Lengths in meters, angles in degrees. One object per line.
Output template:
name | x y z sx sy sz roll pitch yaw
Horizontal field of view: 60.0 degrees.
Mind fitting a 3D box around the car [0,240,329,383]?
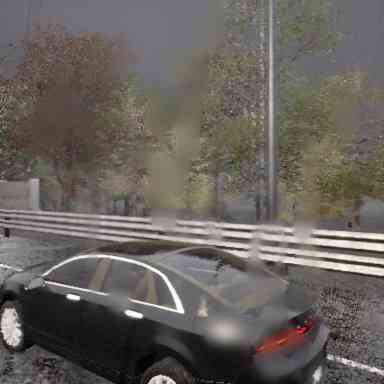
car | -0.798 1.427 4.482 4.892 1.490 1.837 0 0 37
